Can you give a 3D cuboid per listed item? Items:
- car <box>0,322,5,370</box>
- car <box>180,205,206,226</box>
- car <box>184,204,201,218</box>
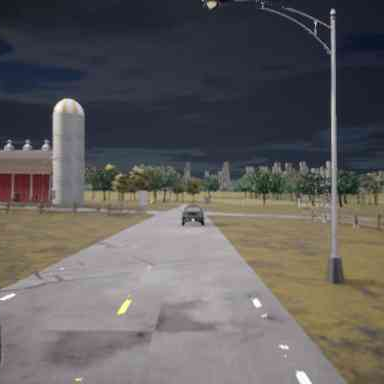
[{"bbox_3d":[-2.852,1.514,1.445,2.128,1.511,4.902,0,-1,0],"label":"car"},{"bbox_3d":[0.090,1.961,27.884,1.837,1.490,4.892,0,-1,0],"label":"car"},{"bbox_3d":[0.078,2.223,39.126,1.812,1.442,4.674,0,-1,0],"label":"car"}]
